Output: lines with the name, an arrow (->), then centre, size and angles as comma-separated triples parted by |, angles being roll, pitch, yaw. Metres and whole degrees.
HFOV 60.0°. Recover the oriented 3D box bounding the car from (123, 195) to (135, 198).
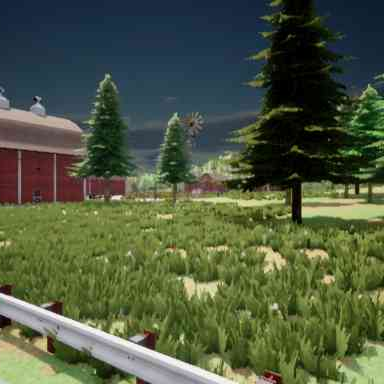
car -> -18.021, 1.505, 93.586 | 1.816, 1.474, 4.193 | 0, 0, 35
